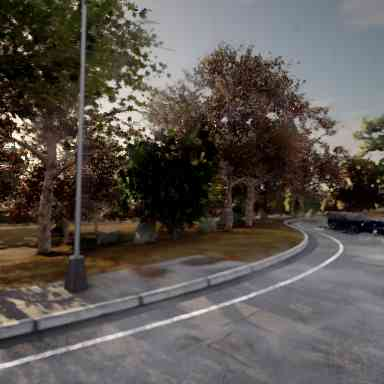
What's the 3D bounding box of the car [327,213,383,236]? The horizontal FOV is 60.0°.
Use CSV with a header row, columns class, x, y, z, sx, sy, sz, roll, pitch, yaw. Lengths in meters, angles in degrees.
class,x,y,z,sx,sy,sz,roll,pitch,yaw
car,10.773,2.057,21.907,1.895,1.301,4.718,1,-1,-2
